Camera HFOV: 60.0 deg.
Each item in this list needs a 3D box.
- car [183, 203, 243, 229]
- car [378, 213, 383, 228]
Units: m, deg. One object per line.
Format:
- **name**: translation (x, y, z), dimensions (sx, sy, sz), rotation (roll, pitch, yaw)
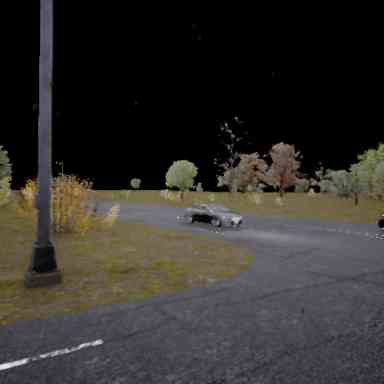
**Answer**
- **car**: translation (1.315, 1.522, 22.183), dimensions (2.128, 1.511, 4.902), rotation (0, 1, -35)
- **car**: translation (13.060, 1.418, 17.636), dimensions (2.150, 2.045, 5.566), rotation (0, 0, -35)
